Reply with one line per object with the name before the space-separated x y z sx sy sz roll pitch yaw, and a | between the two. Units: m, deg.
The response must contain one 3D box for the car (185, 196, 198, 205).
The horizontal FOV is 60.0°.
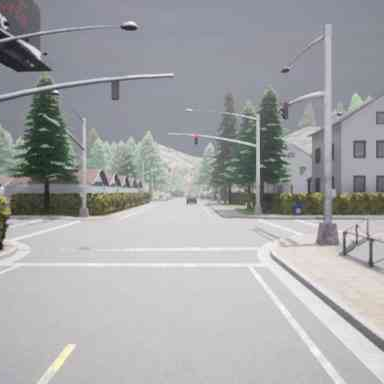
car | -0.089 1.448 59.292 1.837 1.490 4.892 0 0 0
